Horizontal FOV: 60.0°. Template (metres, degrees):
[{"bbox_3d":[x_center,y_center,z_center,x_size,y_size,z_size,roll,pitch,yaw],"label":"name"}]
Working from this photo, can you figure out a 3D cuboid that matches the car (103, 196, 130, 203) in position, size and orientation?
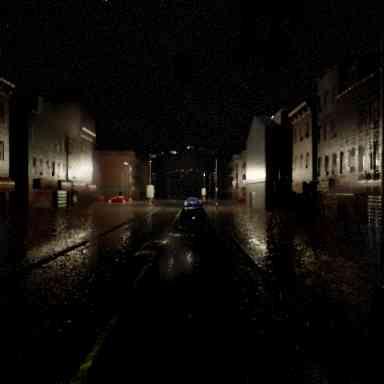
[{"bbox_3d":[-14.680,1.487,66.256,4.507,1.381,1.887,0,-1,0],"label":"car"}]

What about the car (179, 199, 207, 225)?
[{"bbox_3d":[0.106,1.497,24.334,2.128,1.511,4.902,0,0,0],"label":"car"}]

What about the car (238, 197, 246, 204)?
[{"bbox_3d":[11.730,1.449,66.298,5.009,1.841,2.192,0,-1,0],"label":"car"}]

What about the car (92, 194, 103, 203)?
[{"bbox_3d":[-20.112,1.220,66.250,5.009,1.841,2.192,0,-1,0],"label":"car"}]
